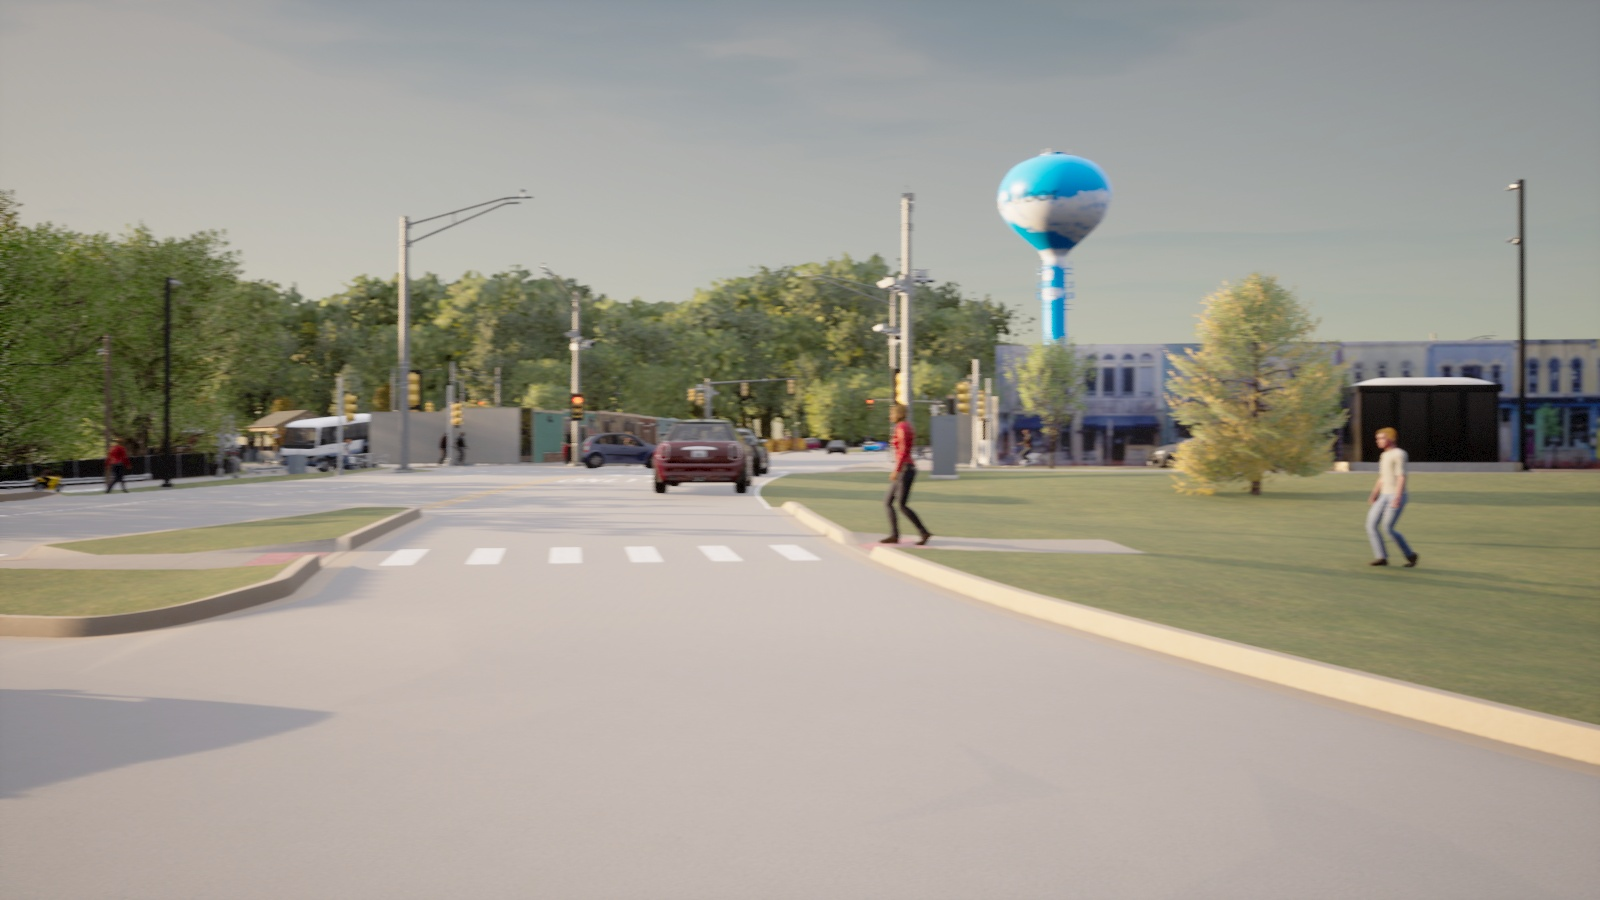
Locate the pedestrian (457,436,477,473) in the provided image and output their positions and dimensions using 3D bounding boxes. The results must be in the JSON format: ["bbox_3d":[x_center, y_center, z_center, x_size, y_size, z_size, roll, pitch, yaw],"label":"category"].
[{"bbox_3d":[-17.316,0.245,65.326,0.849,1.883,0.563,-1,0,8],"label":"pedestrian"}]

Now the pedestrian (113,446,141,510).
[{"bbox_3d":[-19.810,0.823,36.983,0.331,1.846,0.636,-1,0,20],"label":"pedestrian"}]

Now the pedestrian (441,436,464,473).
[{"bbox_3d":[-17.717,0.240,63.992,0.899,1.844,0.634,-1,0,12],"label":"pedestrian"}]

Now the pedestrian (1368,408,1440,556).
[{"bbox_3d":[7.608,0.402,15.832,0.706,1.836,0.354,-1,0,-1],"label":"pedestrian"}]

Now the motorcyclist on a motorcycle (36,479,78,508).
[{"bbox_3d":[-42.573,2.466,71.946,0.797,1.523,2.044,-1,1,15],"label":"motorcyclist on a motorcycle"}]

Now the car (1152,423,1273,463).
[{"bbox_3d":[17.642,-0.289,53.942,4.611,1.667,2.242,-1,0,8],"label":"car"}]

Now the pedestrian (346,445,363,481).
[{"bbox_3d":[-23.016,0.673,64.917,0.706,1.836,0.354,-1,0,4],"label":"pedestrian"}]

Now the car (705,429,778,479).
[{"bbox_3d":[-1.761,0.106,39.351,1.816,1.474,4.193,-1,0,4],"label":"car"}]

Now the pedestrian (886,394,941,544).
[{"bbox_3d":[1.427,0.242,15.749,0.636,1.846,0.331,-1,0,10],"label":"pedestrian"}]

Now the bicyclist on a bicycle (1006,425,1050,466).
[{"bbox_3d":[9.998,-0.181,55.010,1.843,1.776,0.659,-1,0,8],"label":"bicyclist on a bicycle"}]

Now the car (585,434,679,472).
[{"bbox_3d":[-7.591,0.149,56.639,3.988,1.617,1.851,-1,0,-16],"label":"car"}]

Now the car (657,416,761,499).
[{"bbox_3d":[-2.061,0.102,29.754,2.097,1.767,4.553,-1,2,0],"label":"car"}]
